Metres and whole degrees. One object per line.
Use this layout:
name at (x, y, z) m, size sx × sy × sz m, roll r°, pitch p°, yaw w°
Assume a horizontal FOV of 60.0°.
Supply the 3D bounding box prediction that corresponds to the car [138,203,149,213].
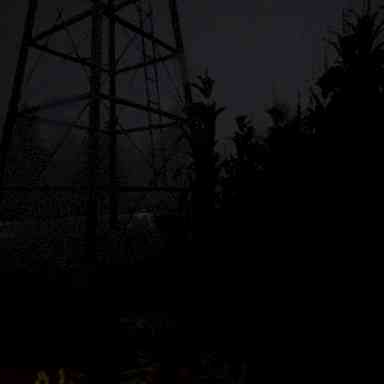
car at (-2.915, 1.318, 33.074) m, size 2.033 × 1.411 × 5.357 m, roll 0°, pitch 0°, yaw 36°

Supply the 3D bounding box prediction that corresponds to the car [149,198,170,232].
car at (0.053, 1.178, 16.754) m, size 3.866 × 1.878 × 1.905 m, roll 0°, pitch 0°, yaw 5°
